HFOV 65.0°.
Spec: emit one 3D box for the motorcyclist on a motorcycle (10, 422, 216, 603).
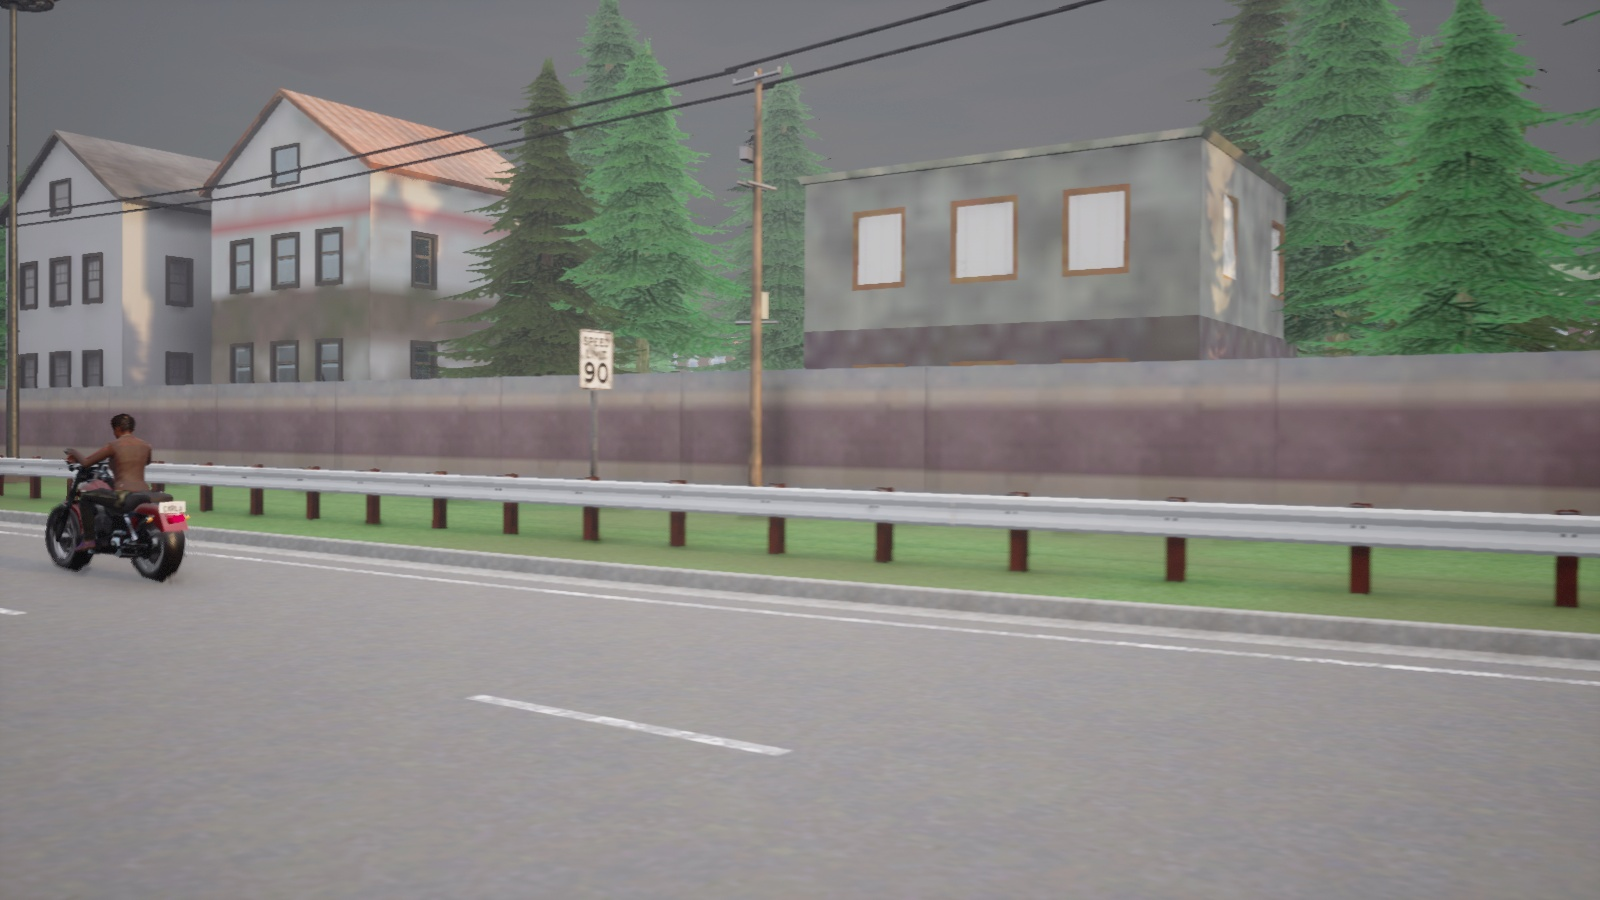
[{"bbox_3d":[-6.835,0.575,12.446,2.350,1.649,0.766,-1,1,34],"label":"motorcyclist on a motorcycle"}]
